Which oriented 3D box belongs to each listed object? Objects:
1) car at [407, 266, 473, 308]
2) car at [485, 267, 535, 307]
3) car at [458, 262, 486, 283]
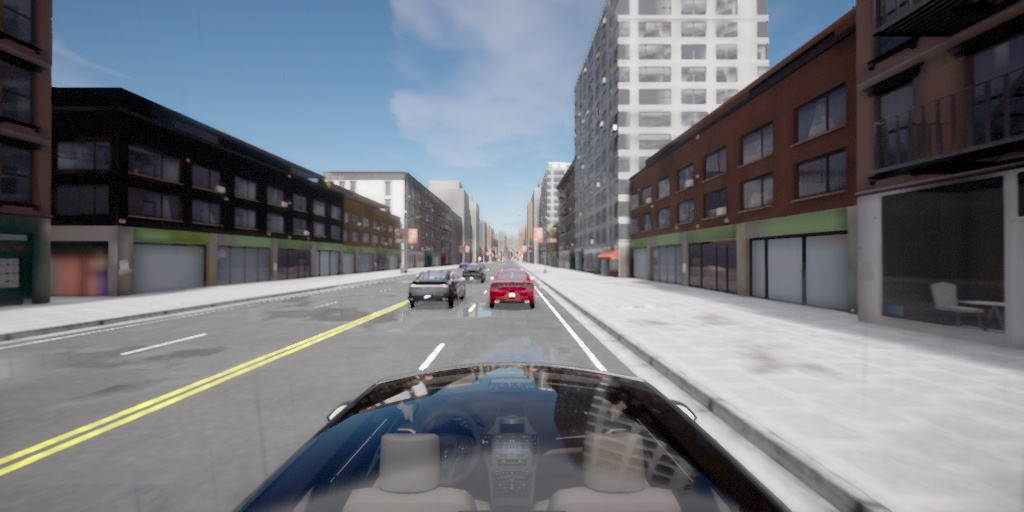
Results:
[{"bbox_3d":[-3.241,1.379,16.147,2.128,1.511,4.902,0,0,0],"label":"car"},{"bbox_3d":[0.009,1.366,16.324,1.882,1.535,5.008,0,0,0],"label":"car"},{"bbox_3d":[-3.237,1.538,31.162,1.837,1.490,4.892,0,0,0],"label":"car"}]
